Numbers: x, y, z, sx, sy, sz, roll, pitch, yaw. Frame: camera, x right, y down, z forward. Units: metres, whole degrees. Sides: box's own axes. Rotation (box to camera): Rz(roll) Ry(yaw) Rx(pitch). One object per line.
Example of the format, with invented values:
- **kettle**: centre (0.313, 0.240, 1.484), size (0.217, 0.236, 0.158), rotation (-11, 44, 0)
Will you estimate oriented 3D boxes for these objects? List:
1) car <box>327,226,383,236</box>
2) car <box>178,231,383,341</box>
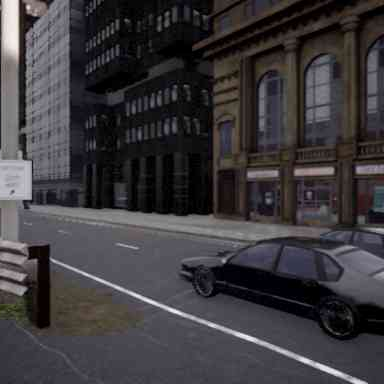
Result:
- **car**: centre (4.533, 1.655, 9.145), size (2.033, 1.411, 5.357), rotation (0, 0, -42)
- **car**: centre (2.021, 1.630, 6.754), size (2.033, 1.411, 5.357), rotation (0, -1, -42)
